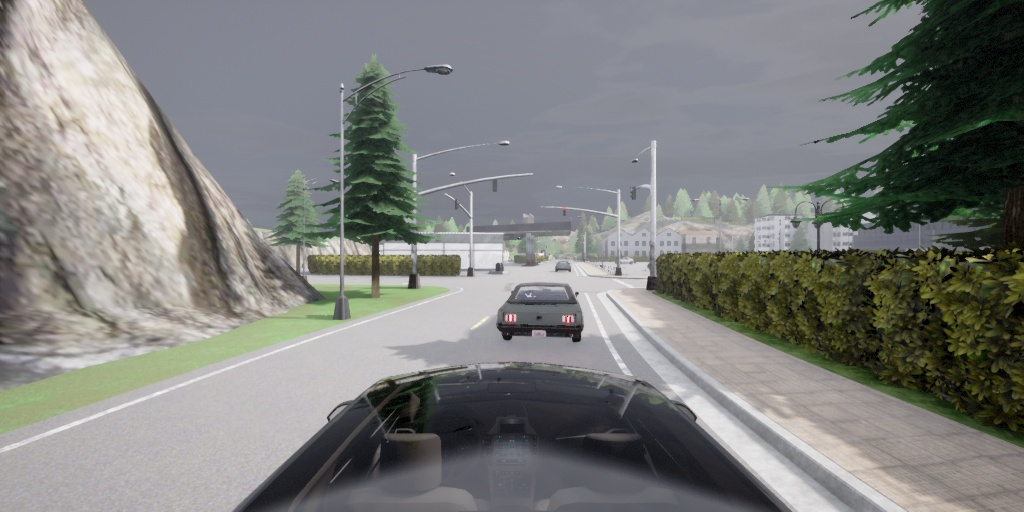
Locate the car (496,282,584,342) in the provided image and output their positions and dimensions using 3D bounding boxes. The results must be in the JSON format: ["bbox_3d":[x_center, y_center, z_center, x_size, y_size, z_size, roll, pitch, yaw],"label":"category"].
[{"bbox_3d":[0.881,1.351,9.770,1.895,1.301,4.718,0,0,8],"label":"car"}]

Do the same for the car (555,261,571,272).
[{"bbox_3d":[6.539,1.314,45.742,1.994,1.385,4.181,0,0,9],"label":"car"}]
